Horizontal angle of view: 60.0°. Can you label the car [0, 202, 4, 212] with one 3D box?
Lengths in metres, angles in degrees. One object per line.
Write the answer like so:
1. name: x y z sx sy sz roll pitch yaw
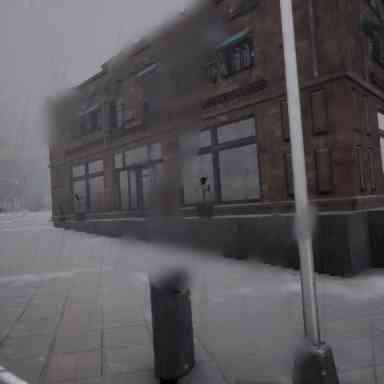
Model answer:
1. car: -35.715 2.855 58.007 5.566 2.045 2.150 -5 -2 14
